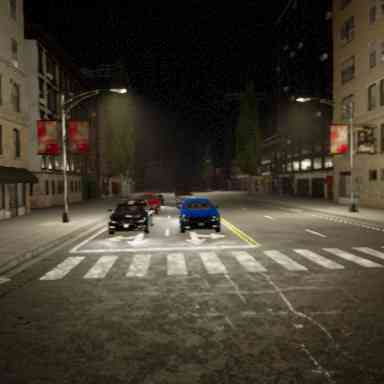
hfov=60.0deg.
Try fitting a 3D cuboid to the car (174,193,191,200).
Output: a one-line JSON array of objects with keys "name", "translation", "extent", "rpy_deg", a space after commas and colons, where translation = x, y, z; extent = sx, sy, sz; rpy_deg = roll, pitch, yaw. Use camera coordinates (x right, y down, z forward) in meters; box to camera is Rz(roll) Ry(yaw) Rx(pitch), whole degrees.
[{"name": "car", "translation": [-0.286, 0.990, 26.263], "extent": [1.895, 1.301, 4.718], "rpy_deg": [-1, 1, -3]}]

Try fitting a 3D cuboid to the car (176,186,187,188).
[{"name": "car", "translation": [-1.658, 0.061, 51.159], "extent": [2.150, 2.045, 5.566], "rpy_deg": [-1, 1, -3]}]

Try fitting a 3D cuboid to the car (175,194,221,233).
[{"name": "car", "translation": [0.256, 1.071, 16.938], "extent": [1.882, 1.535, 5.008], "rpy_deg": [-1, 1, -3]}]

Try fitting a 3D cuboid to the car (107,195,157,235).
[{"name": "car", "translation": [-2.989, 1.161, 16.758], "extent": [1.837, 1.490, 4.892], "rpy_deg": [-1, 1, -3]}]

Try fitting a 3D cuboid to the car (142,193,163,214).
[{"name": "car", "translation": [-3.578, 0.912, 26.892], "extent": [1.882, 1.535, 5.008], "rpy_deg": [-1, 1, -3]}]

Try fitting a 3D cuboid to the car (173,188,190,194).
[{"name": "car", "translation": [-0.893, 0.635, 36.761], "extent": [1.882, 1.535, 5.008], "rpy_deg": [-1, 1, -3]}]
